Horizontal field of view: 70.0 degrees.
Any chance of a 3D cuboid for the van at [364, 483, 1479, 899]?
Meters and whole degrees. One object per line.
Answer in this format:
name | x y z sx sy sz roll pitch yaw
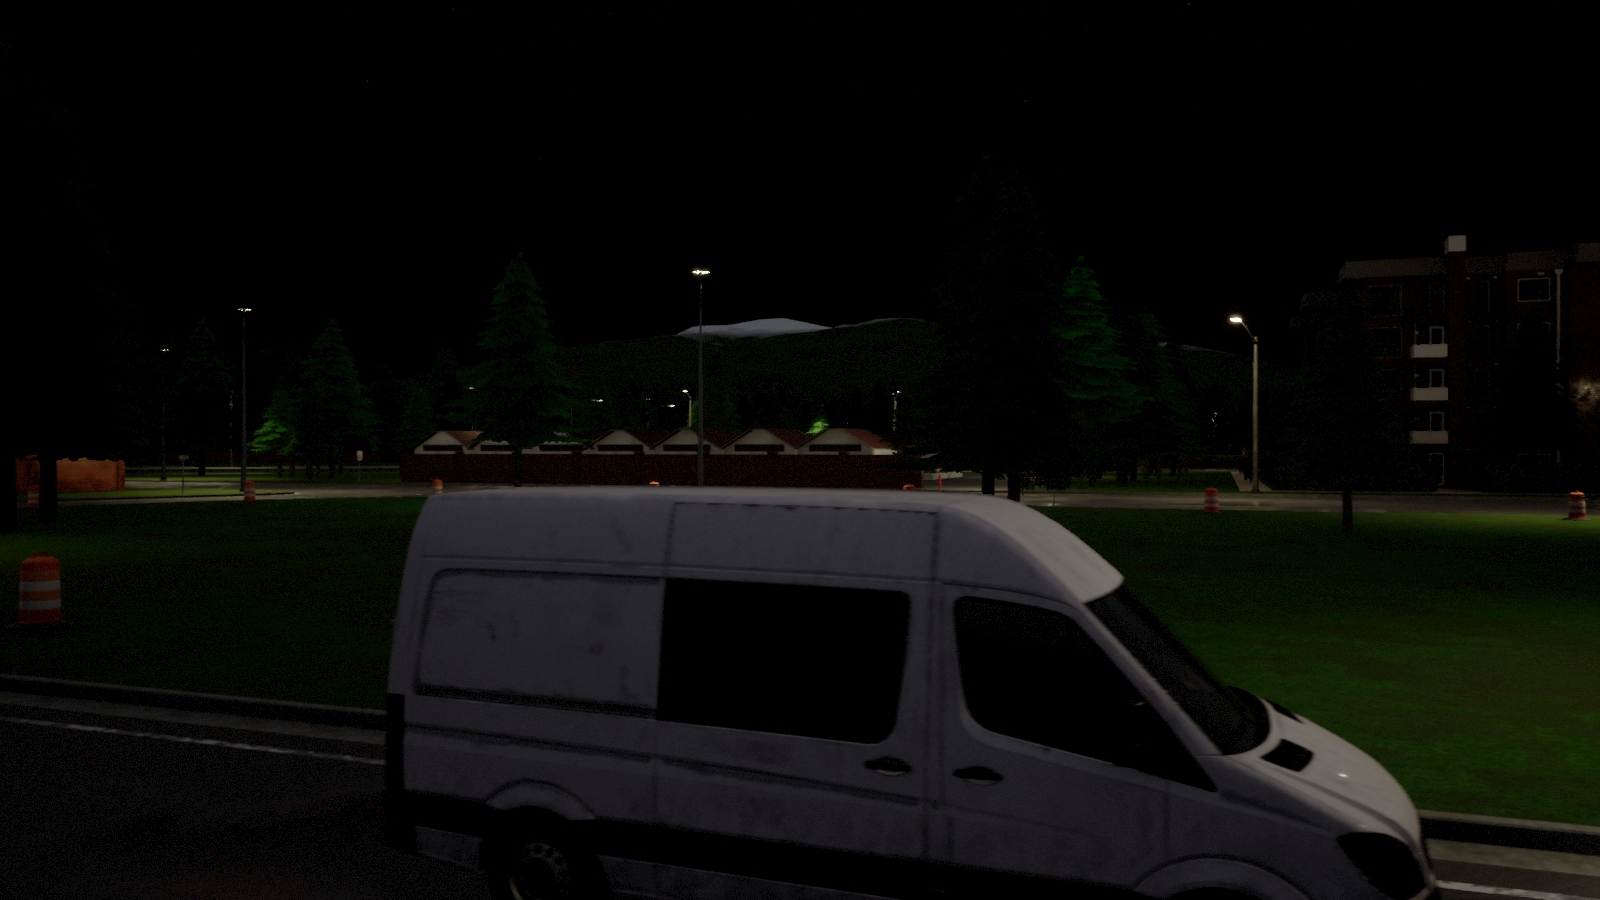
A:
van | 0.476 1.533 6.855 5.915 2.561 1.988 0 0 20
